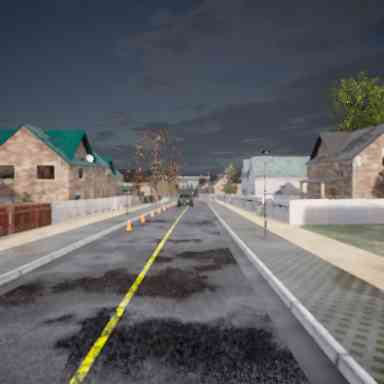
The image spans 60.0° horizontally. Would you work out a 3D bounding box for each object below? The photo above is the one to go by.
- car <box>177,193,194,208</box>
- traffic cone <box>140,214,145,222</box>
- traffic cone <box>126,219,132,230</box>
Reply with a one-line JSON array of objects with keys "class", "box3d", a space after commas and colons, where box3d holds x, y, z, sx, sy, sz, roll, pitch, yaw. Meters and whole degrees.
[{"class": "car", "box3d": [-0.880, 1.147, 45.970, 2.150, 2.045, 5.566, 0, 0, 1]}, {"class": "traffic cone", "box3d": [-3.619, 1.892, 24.577, 0.340, 0.580, 0.340, 0, 0, 1]}, {"class": "traffic cone", "box3d": [-3.699, 1.903, 19.564, 0.340, 0.580, 0.340, 0, 0, 1]}]
